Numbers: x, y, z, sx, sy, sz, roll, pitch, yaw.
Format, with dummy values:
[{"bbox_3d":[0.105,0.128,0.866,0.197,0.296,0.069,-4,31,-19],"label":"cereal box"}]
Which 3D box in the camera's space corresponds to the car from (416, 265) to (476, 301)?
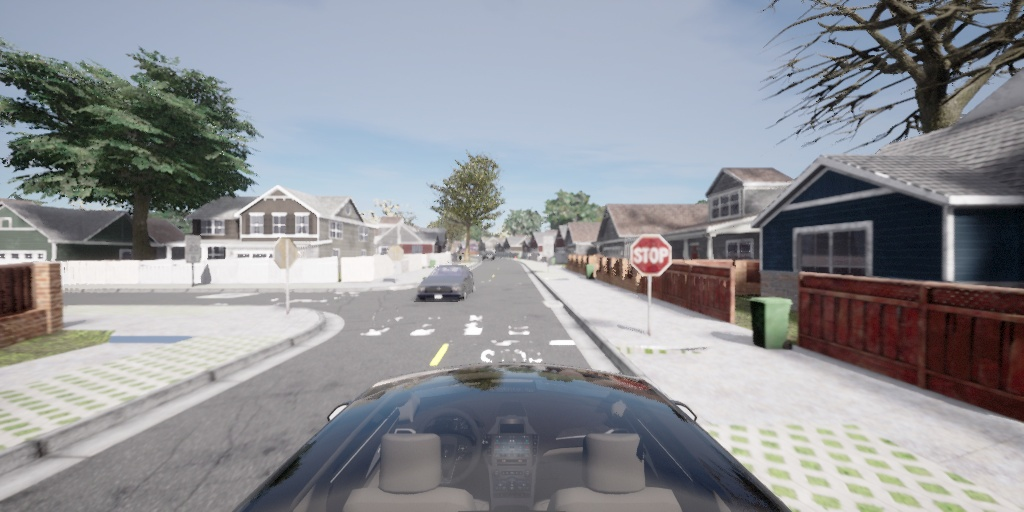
[{"bbox_3d":[-2.735,1.123,16.089,2.033,1.411,5.357,-1,0,1],"label":"car"}]
